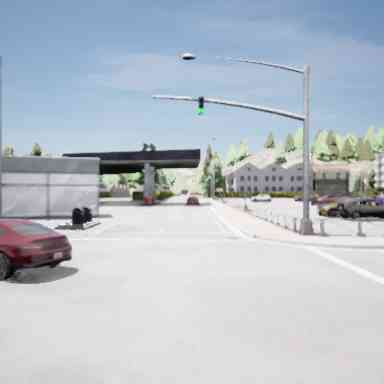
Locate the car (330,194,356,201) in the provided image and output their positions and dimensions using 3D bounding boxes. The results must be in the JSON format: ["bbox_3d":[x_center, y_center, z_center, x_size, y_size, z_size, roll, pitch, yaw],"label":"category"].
[{"bbox_3d":[31.178,1.108,68.922,4.514,1.523,2.007,0,0,0],"label":"car"}]

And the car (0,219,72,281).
[{"bbox_3d":[-5.664,1.497,9.612,4.674,1.442,1.812,0,-1,22],"label":"car"}]

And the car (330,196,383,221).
[{"bbox_3d":[13.026,1.272,24.453,4.514,1.523,2.007,0,0,0],"label":"car"}]

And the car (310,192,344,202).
[{"bbox_3d":[20.558,1.161,49.468,4.514,1.523,2.007,0,0,0],"label":"car"}]

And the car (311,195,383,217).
[{"bbox_3d":[12.957,1.254,27.589,5.027,1.636,2.152,0,0,0],"label":"car"}]

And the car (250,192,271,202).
[{"bbox_3d":[12.725,1.188,61.846,3.806,1.475,1.970,0,0,0],"label":"car"}]

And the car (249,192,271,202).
[{"bbox_3d":[13.319,0.895,65.173,3.866,1.878,1.905,0,0,0],"label":"car"}]

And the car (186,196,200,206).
[{"bbox_3d":[0.133,1.333,51.184,1.882,1.535,5.008,0,0,0],"label":"car"}]

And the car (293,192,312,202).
[{"bbox_3d":[21.204,0.926,61.928,4.605,1.855,1.932,0,0,0],"label":"car"}]
